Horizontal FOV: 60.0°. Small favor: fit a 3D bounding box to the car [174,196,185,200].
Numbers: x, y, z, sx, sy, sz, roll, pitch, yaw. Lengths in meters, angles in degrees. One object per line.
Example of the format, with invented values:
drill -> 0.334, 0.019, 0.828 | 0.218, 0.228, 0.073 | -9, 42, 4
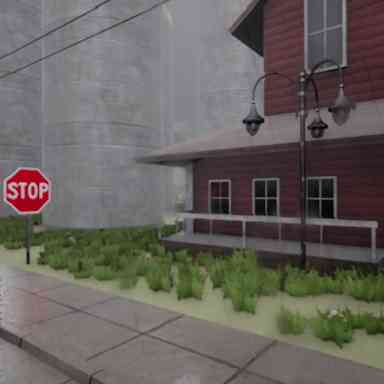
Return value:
car -> -3.483, 1.798, 86.005 | 4.193, 1.474, 1.816 | 0, 0, 37
